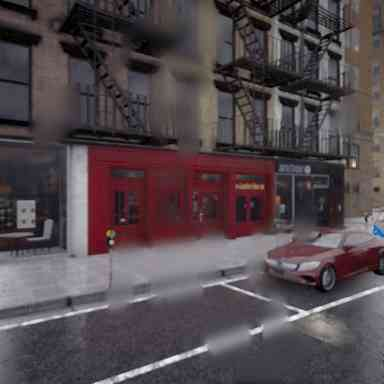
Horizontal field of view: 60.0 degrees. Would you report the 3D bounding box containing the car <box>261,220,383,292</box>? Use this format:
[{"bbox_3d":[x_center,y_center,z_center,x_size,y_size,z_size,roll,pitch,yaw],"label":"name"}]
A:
[{"bbox_3d":[3.702,1.584,8.840,4.206,1.307,1.802,0,0,-36],"label":"car"}]

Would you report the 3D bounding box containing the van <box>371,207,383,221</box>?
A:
[{"bbox_3d":[8.103,1.344,11.979,3.998,1.788,1.690,0,0,-36],"label":"van"}]
